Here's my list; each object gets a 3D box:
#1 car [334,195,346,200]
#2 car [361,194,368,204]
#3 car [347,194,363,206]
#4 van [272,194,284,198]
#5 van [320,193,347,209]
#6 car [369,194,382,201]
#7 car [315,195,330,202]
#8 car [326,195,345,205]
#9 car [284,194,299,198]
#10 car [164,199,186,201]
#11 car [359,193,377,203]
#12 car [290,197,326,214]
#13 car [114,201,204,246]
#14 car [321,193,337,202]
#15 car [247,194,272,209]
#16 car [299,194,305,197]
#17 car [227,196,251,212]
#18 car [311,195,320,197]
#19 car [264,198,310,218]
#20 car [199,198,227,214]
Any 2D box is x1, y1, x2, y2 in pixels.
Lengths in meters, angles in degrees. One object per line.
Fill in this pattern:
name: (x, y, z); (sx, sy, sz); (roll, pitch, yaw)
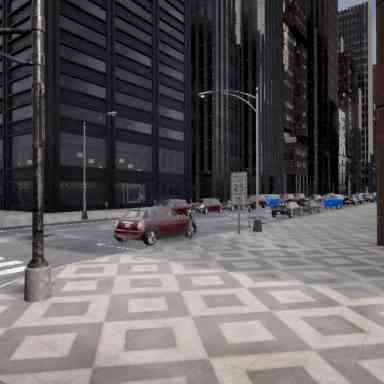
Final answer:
car: (37.420, 1.398, 83.945); (1.947, 1.339, 4.313); (0, 0, 36)
car: (27.970, 1.411, 56.212); (1.947, 1.339, 4.313); (0, 0, 36)
car: (24.695, 1.421, 51.658); (1.947, 1.339, 4.313); (0, 0, 36)
van: (11.212, 1.248, 47.516); (1.690, 1.788, 3.998); (0, 0, 36)
van: (18.143, 1.217, 42.552); (1.690, 1.788, 3.998); (0, 0, 36)
car: (41.073, 1.249, 74.425); (1.967, 1.590, 4.097); (0, 0, 36)
car: (27.593, 1.408, 70.285); (2.008, 1.369, 4.403); (0, 0, 36)
car: (23.797, 1.338, 54.970); (1.882, 1.535, 5.008); (0, 0, 36)
car: (14.489, 1.211, 52.070); (2.192, 1.841, 5.009); (0, 0, 36)
car: (-1.890, 1.397, 29.302); (1.967, 1.590, 4.097); (0, 0, 36)
car: (34.522, 1.371, 65.318); (1.887, 1.381, 4.507); (0, 0, 36)
car: (11.592, 1.466, 33.445); (1.947, 1.339, 4.313); (0, 0, 36)
car: (-1.510, 1.393, 15.233); (1.967, 1.590, 4.097); (0, 0, 36)
car: (30.868, 1.163, 74.838); (2.192, 1.841, 5.009); (0, 0, 36)
car: (7.937, 1.234, 42.963); (2.192, 1.841, 5.009); (0, 0, 36)
car: (17.764, 1.201, 56.623); (2.192, 1.841, 5.009); (0, 0, 36)
car: (4.662, 1.482, 38.410); (2.008, 1.369, 4.403); (0, 0, 36)
car: (24.316, 1.306, 65.731); (1.967, 1.590, 4.097); (0, 0, 36)
car: (8.317, 1.463, 28.892); (2.008, 1.369, 4.403); (0, 0, 36)
car: (1.386, 1.384, 33.856); (1.967, 1.590, 4.097); (0, 0, 36)
